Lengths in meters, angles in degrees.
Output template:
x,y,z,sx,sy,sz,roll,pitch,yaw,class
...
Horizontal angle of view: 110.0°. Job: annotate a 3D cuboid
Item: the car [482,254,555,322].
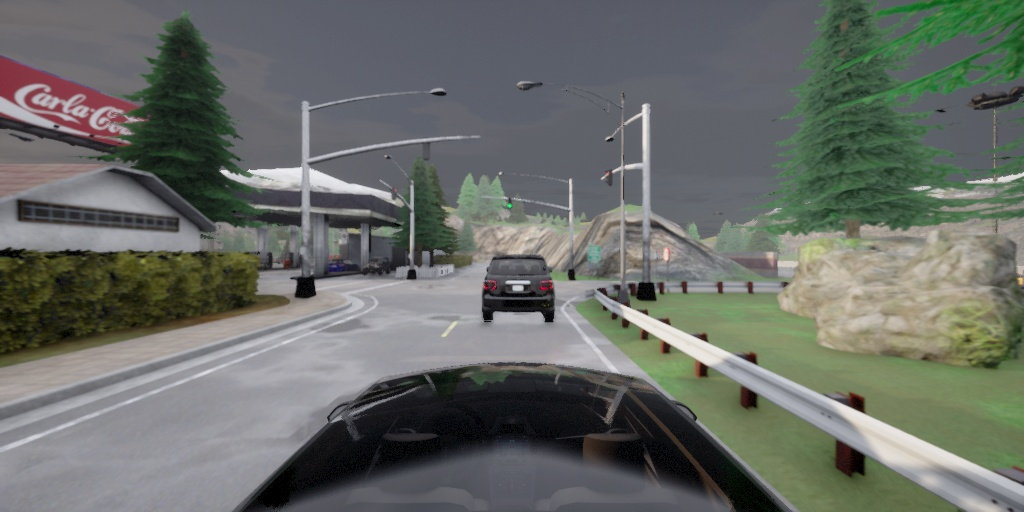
x,y,z,sx,sy,sz,roll,pitch,yaw,class
0.250,0.960,12.383,2.150,2.045,5.566,0,0,2,car
